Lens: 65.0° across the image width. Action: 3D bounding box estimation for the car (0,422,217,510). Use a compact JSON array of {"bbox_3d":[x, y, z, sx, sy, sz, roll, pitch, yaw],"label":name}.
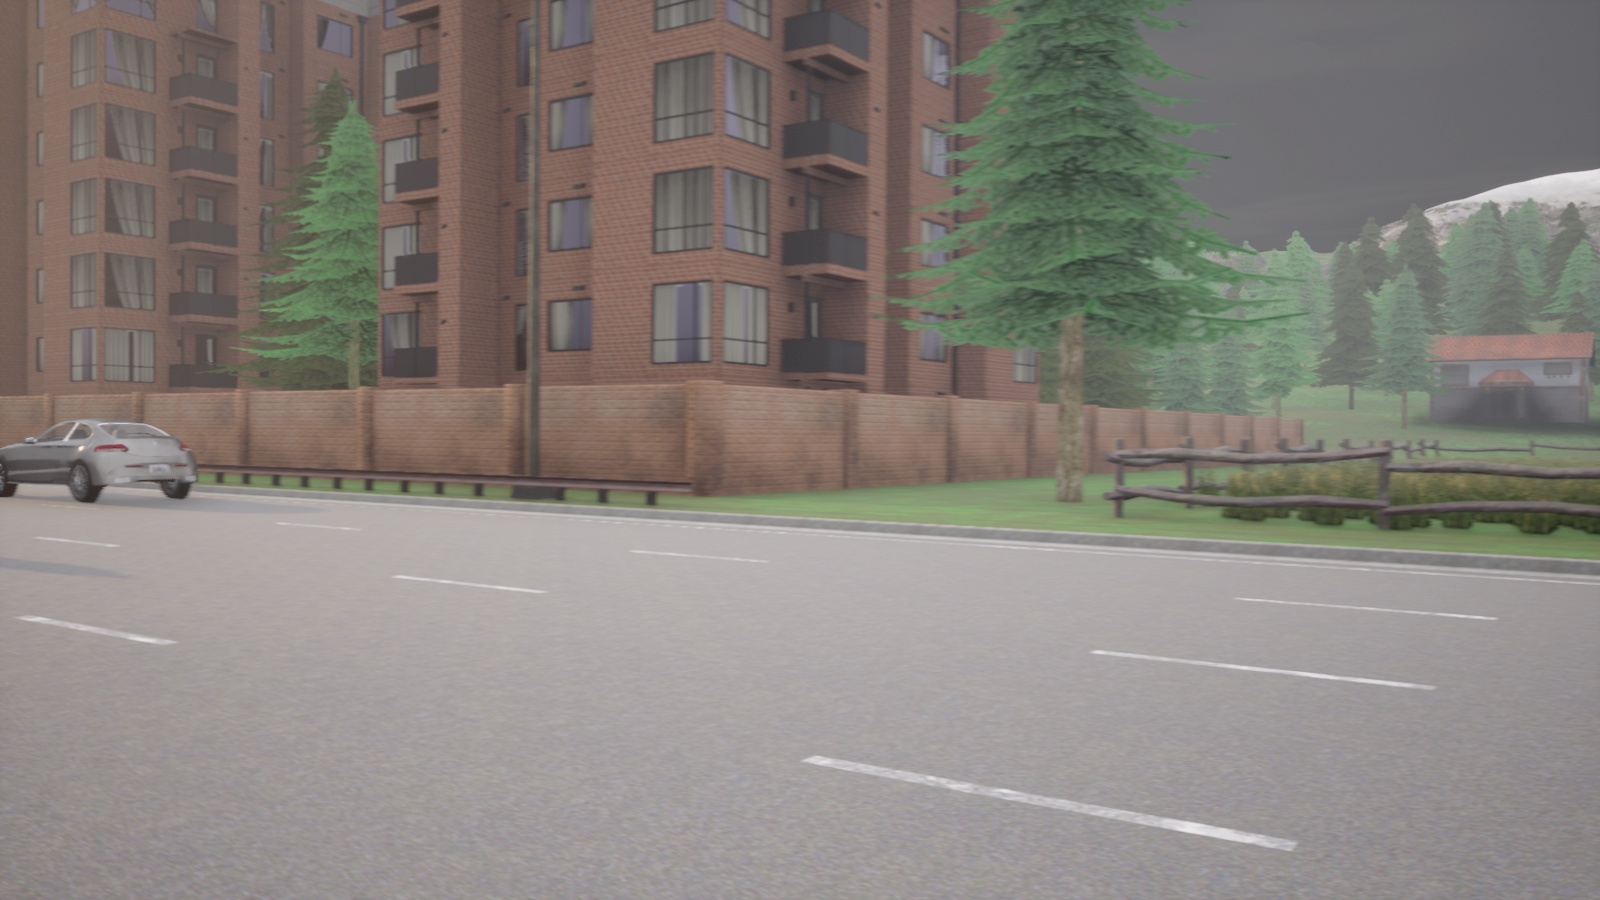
[{"bbox_3d":[-14.463,0.290,25.831,5.027,1.651,2.152,0,1,34],"label":"car"}]
